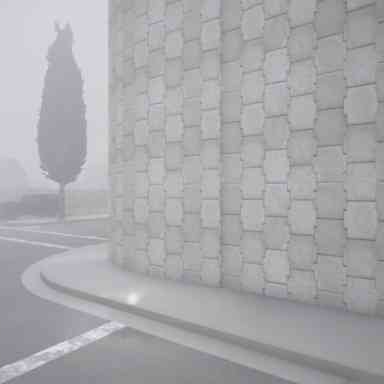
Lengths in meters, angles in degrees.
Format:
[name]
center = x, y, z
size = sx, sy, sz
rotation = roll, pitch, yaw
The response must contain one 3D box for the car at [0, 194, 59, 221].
[car]
center = -13.720, 1.222, 27.771
size = 2.150, 2.045, 5.566
rotation = 0, 0, 35
